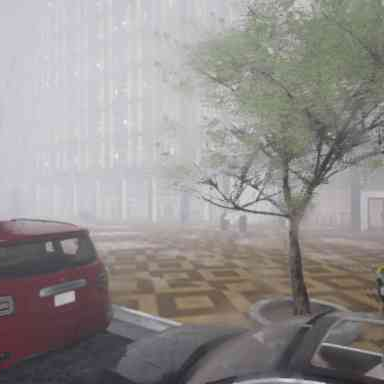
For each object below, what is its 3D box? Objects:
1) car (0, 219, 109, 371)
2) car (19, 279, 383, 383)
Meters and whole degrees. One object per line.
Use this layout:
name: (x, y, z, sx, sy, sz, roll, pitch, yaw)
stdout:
car: (-3.455, 1.369, 5.342, 5.009, 1.841, 2.192, -1, 0, 35)
car: (1.044, 1.553, 2.133, 4.403, 1.369, 2.008, -1, 0, 35)
